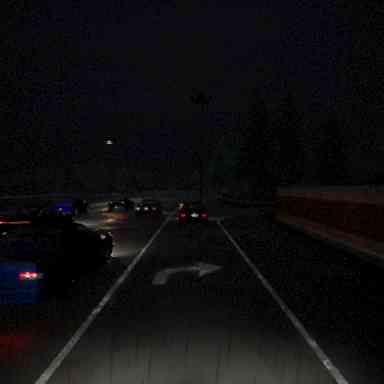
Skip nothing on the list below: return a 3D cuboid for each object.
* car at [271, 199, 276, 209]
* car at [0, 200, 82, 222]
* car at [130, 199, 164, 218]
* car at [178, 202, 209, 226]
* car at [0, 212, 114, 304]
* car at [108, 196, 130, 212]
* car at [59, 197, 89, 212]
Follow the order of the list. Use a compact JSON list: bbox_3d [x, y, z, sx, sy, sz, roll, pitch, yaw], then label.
[{"bbox_3d":[9.853,1.046,32.189,4.181,1.385,1.994,0,1,-2],"label":"car"},{"bbox_3d":[-6.905,1.345,14.845,2.128,1.511,4.902,0,1,0],"label":"car"},{"bbox_3d":[-3.409,1.279,27.234,2.033,1.411,5.357,0,1,0],"label":"car"},{"bbox_3d":[0.093,1.339,21.224,2.033,1.411,5.357,0,1,0],"label":"car"},{"bbox_3d":[-3.402,1.466,8.180,2.033,1.411,5.357,0,1,0],"label":"car"},{"bbox_3d":[-6.910,1.169,32.803,2.128,1.511,4.902,0,1,0],"label":"car"},{"bbox_3d":[-10.408,1.195,28.704,1.882,1.535,5.008,0,1,0],"label":"car"}]
